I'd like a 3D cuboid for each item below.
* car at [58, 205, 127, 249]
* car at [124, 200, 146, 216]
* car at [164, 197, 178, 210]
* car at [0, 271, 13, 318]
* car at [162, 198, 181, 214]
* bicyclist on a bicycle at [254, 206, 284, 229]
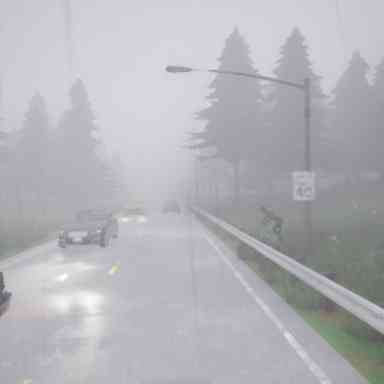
[{"bbox_3d":[-4.516,1.555,15.111,2.128,1.511,4.902,-1,0,-4],"label":"car"},{"bbox_3d":[-5.649,1.571,33.253,1.882,1.535,5.008,-1,0,-3],"label":"car"},{"bbox_3d":[-2.972,1.587,47.271,1.837,1.490,4.892,-1,0,-3],"label":"car"},{"bbox_3d":[-3.838,1.591,3.139,2.033,1.411,5.357,-1,0,-1],"label":"car"},{"bbox_3d":[-2.191,1.552,35.686,2.128,1.511,4.902,-1,0,-3],"label":"car"},{"bbox_3d":[2.739,1.278,11.585,1.656,1.620,0.582,-10,1,-4],"label":"bicyclist on a bicycle"}]
